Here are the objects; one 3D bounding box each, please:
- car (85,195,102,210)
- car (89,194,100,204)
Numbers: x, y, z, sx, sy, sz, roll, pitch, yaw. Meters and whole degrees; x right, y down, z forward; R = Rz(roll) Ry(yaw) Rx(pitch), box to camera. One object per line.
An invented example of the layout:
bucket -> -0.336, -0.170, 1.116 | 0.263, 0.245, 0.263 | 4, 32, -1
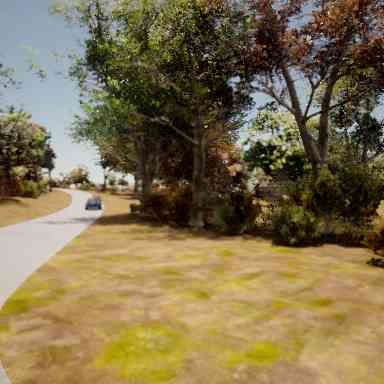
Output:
car -> -14.000, 1.553, 47.297 | 2.097, 1.767, 4.553 | -1, 1, -14
car -> -18.160, 1.317, 62.005 | 1.837, 1.490, 4.892 | -1, 2, -18
